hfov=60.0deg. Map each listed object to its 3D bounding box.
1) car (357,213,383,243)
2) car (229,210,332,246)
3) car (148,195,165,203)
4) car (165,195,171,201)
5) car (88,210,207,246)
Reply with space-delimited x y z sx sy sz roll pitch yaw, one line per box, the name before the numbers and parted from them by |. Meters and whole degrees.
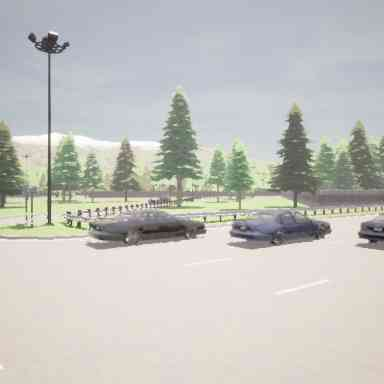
car | 9.507 1.547 14.804 5.357 1.411 2.033 0 0 -35
car | 4.158 1.547 15.292 5.357 1.411 2.033 0 0 -35
car | -6.591 1.601 59.952 1.895 1.301 4.718 0 0 5
car | -5.645 1.351 69.772 2.097 1.767 4.553 0 0 5
car | -1.907 1.547 15.273 5.357 1.411 2.033 0 0 -35
